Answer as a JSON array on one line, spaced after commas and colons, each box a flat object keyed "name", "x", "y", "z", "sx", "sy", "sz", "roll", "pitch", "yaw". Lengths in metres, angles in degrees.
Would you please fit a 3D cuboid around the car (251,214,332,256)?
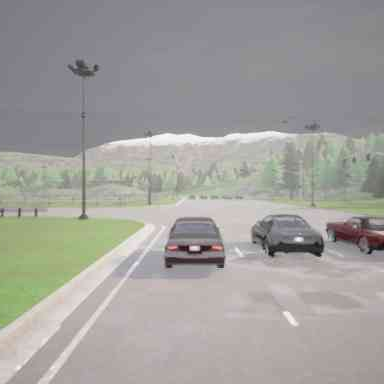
[{"name": "car", "x": 3.590, "y": 1.565, "z": 13.161, "sx": 1.994, "sy": 1.385, "sz": 4.181, "roll": 0, "pitch": 0, "yaw": 0}]

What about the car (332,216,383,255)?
[{"name": "car", "x": 7.090, "y": 1.603, "z": 13.300, "sx": 1.895, "sy": 1.301, "sz": 4.718, "roll": 0, "pitch": 0, "yaw": 0}]

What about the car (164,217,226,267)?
[{"name": "car", "x": 0.085, "y": 1.549, "z": 11.375, "sx": 2.033, "sy": 1.411, "sz": 5.357, "roll": 0, "pitch": 0, "yaw": 0}]
